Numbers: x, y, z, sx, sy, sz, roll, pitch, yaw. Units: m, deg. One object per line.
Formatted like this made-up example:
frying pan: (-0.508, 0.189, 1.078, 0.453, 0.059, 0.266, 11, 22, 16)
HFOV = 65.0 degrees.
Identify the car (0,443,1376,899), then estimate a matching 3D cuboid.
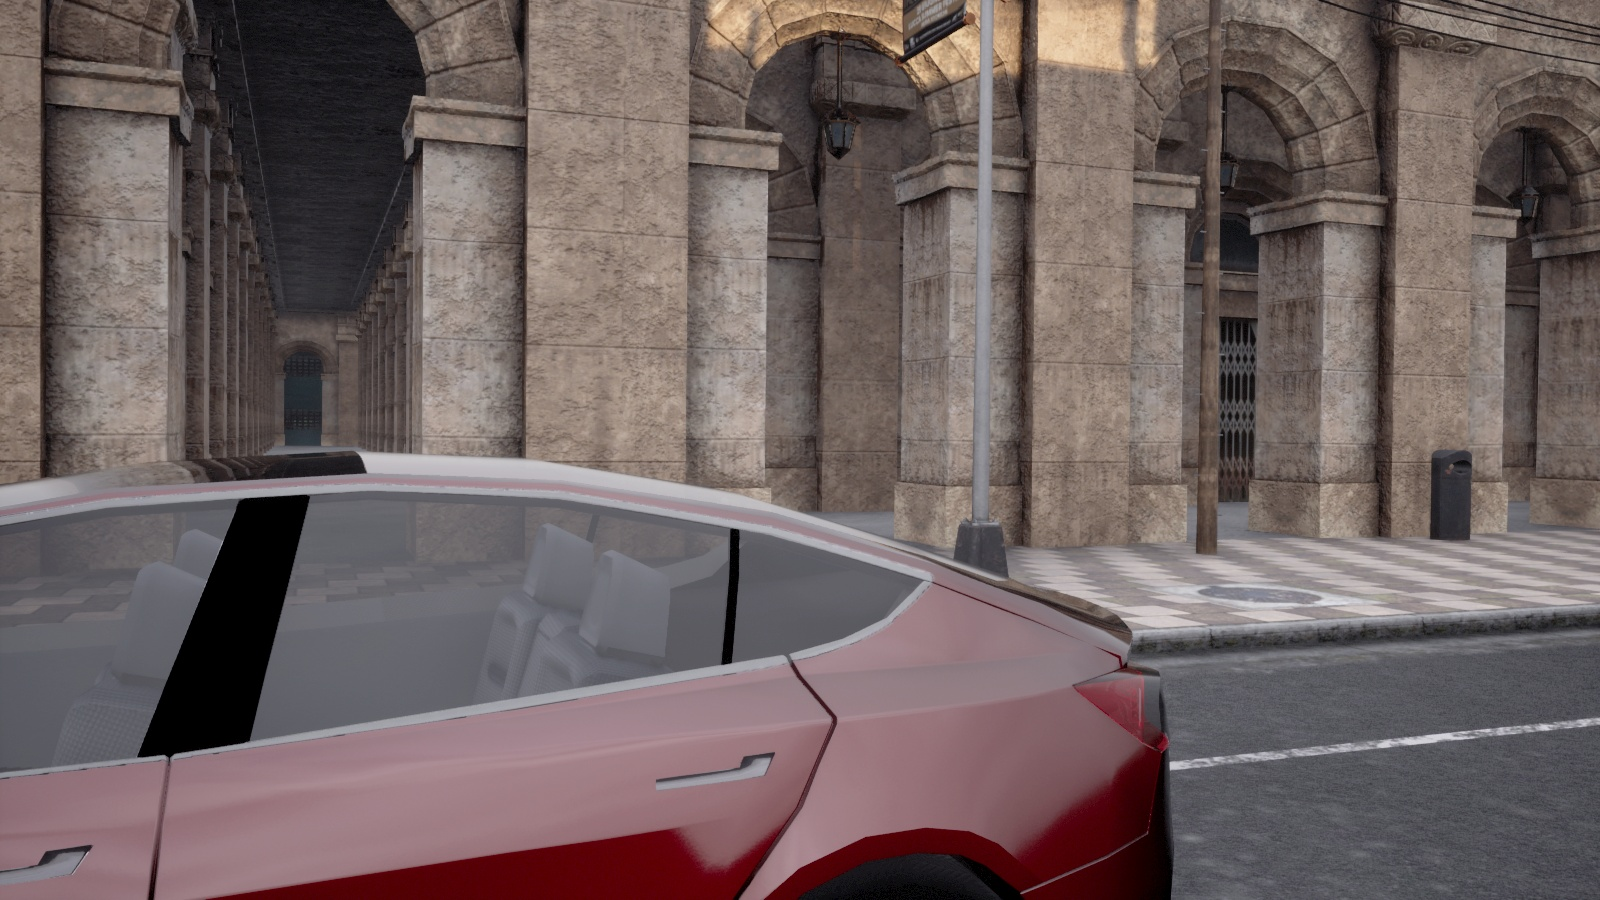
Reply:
car: (-1.450, 0.769, 2.707, 4.792, 1.488, 2.163, -1, 1, -21)
